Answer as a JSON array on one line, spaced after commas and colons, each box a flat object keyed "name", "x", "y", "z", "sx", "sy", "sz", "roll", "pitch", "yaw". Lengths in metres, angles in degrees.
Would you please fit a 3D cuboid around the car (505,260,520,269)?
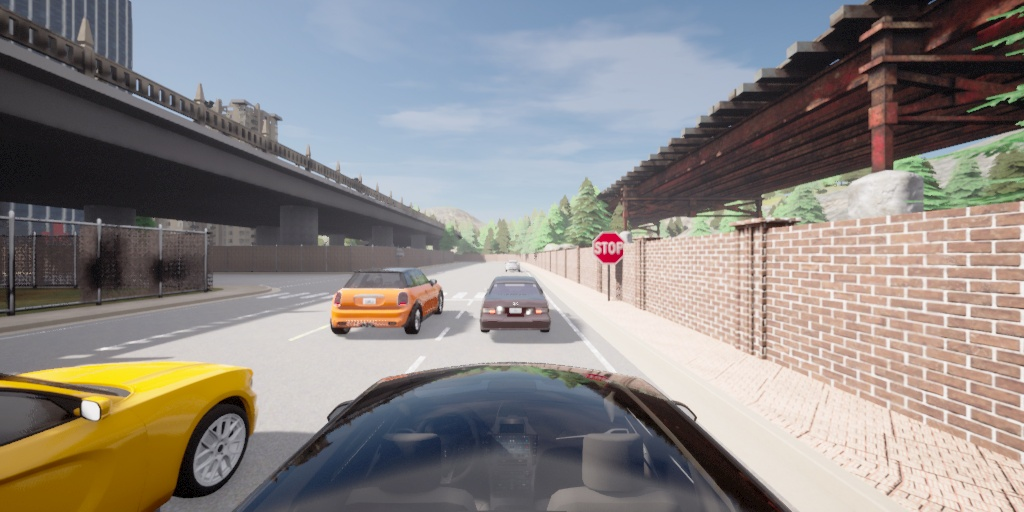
[{"name": "car", "x": 0.099, "y": 1.264, "z": 45.481, "sx": 1.812, "sy": 1.442, "sz": 4.674, "roll": 0, "pitch": 0, "yaw": -1}]

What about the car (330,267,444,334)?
[{"name": "car", "x": -3.421, "y": 1.100, "z": 10.711, "sx": 2.097, "sy": 1.767, "sz": 4.553, "roll": 0, "pitch": 0, "yaw": 0}]

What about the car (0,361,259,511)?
[{"name": "car", "x": -3.399, "y": 1.228, "z": 1.454, "sx": 1.882, "sy": 1.535, "sz": 5.008, "roll": 0, "pitch": 0, "yaw": 0}]

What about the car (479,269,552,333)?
[{"name": "car", "x": 0.081, "y": 1.295, "z": 10.732, "sx": 2.033, "sy": 1.411, "sz": 5.357, "roll": 0, "pitch": 0, "yaw": 0}]
